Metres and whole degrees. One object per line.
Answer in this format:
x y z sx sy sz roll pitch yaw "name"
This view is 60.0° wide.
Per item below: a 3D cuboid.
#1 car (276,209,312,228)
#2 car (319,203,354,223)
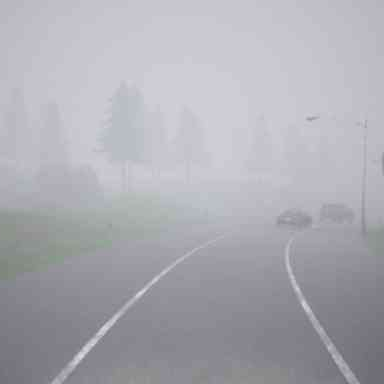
8.317 2.081 26.818 1.994 1.385 4.181 2 -1 33 "car"
16.011 2.329 36.646 2.150 2.045 5.566 3 -1 43 "car"
